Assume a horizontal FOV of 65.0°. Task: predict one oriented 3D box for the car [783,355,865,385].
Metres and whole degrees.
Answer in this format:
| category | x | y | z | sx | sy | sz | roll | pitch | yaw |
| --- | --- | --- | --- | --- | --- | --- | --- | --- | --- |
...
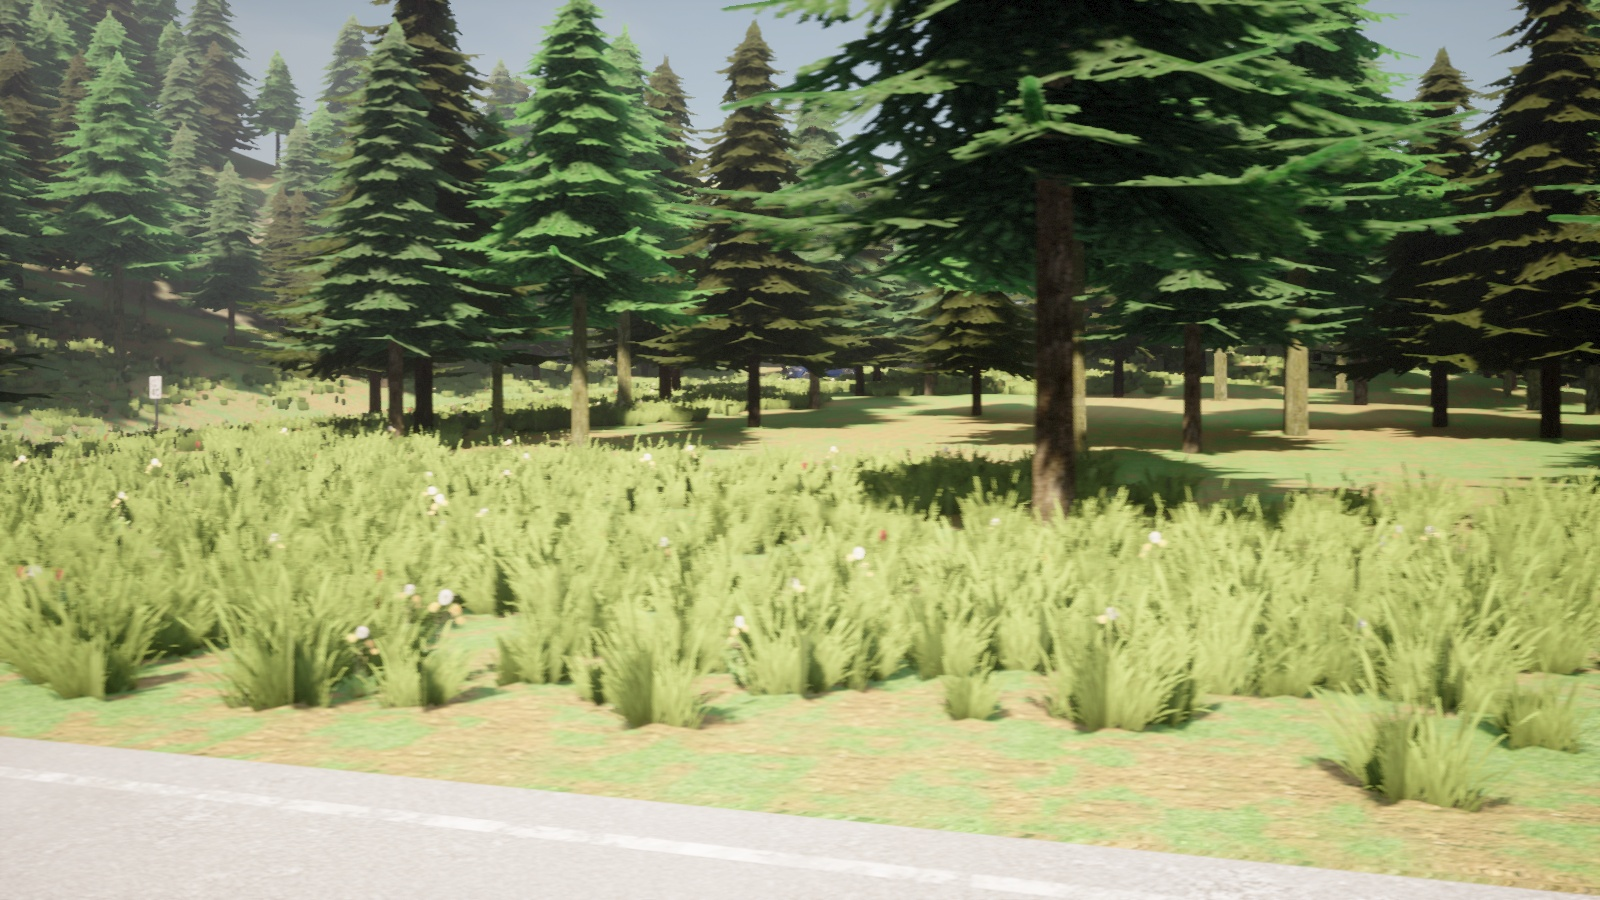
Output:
| category | x | y | z | sx | sy | sz | roll | pitch | yaw |
| --- | --- | --- | --- | --- | --- | --- | --- | --- | --- |
| car | 1.409 | -4.630 | 72.588 | 4.181 | 1.385 | 1.994 | -6 | 3 | -24 |
